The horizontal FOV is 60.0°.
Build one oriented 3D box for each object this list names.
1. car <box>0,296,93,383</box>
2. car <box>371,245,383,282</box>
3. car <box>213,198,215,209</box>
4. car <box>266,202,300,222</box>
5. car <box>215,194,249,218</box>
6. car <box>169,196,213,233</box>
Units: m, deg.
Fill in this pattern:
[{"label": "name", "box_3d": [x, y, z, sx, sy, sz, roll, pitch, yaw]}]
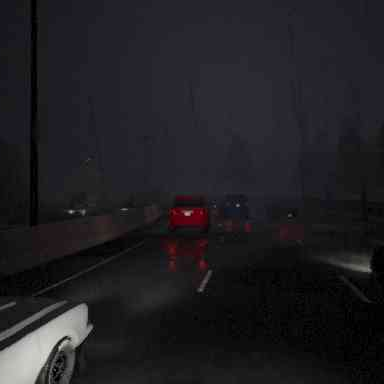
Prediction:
[{"label": "car", "box_3d": [-2.603, 1.601, 2.306, 1.895, 1.301, 4.718, 0, 0, 12]}, {"label": "car", "box_3d": [5.410, 1.564, 6.993, 1.994, 1.385, 4.181, 0, 0, 10]}, {"label": "car", "box_3d": [2.508, 1.505, 43.111, 1.837, 1.490, 4.892, 0, 0, -8]}, {"label": "car", "box_3d": [7.222, 1.525, 26.612, 1.812, 1.442, 4.674, 0, 0, 1]}, {"label": "car", "box_3d": [3.706, 1.219, 30.083, 2.150, 2.045, 5.566, 0, 0, -2]}, {"label": "car", "box_3d": [-0.010, 1.224, 19.857, 2.150, 2.045, 5.566, 0, 0, 4]}]
